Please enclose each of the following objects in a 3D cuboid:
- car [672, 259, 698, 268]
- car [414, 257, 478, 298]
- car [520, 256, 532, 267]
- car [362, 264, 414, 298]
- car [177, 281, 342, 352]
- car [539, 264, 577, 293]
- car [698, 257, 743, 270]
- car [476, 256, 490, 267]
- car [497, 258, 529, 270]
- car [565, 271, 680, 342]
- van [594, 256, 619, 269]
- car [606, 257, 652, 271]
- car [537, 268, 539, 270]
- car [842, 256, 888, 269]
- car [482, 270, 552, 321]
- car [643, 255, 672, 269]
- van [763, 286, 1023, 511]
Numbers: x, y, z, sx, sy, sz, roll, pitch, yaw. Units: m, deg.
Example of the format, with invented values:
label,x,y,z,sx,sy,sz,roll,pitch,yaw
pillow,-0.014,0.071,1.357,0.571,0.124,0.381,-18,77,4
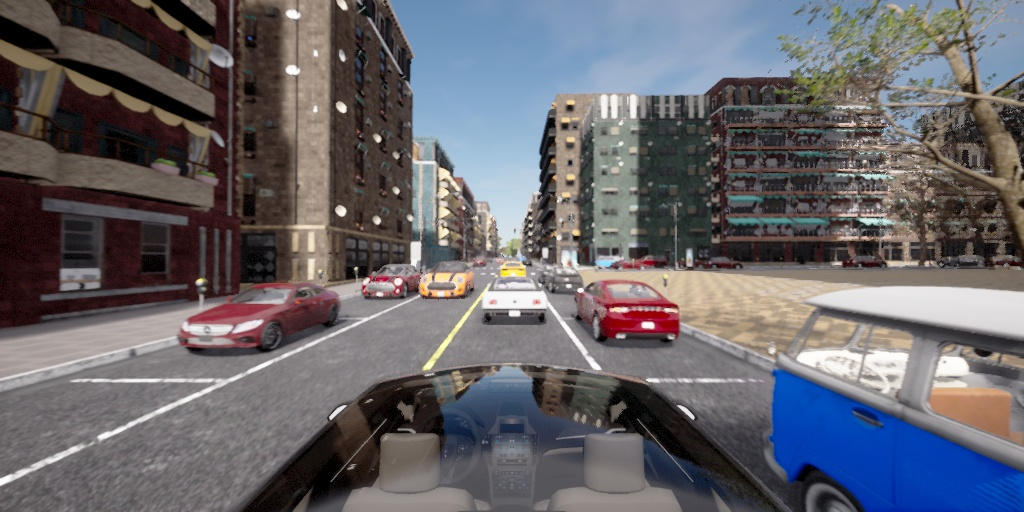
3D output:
label,x,y,z,sx,sy,sz,roll,pitch,yaw
car,24.808,1.027,50.494,4.507,1.381,1.888,0,0,0
car,-3.098,1.058,17.896,2.097,1.767,4.553,0,0,0
car,2.669,1.155,63.752,1.948,1.339,4.313,0,0,0
car,-5.825,1.146,17.751,1.967,1.591,4.097,0,0,0
car,-5.771,1.312,8.846,1.802,1.307,4.207,0,0,0
car,2.814,1.252,19.989,2.007,1.370,4.403,0,0,0
car,24.749,0.822,42.114,4.097,1.591,1.967,0,0,0
car,-5.712,0.903,63.789,2.192,1.841,5.009,0,0,0
car,0.080,1.157,28.355,1.882,1.535,5.008,0,0,0
car,2.772,1.274,9.559,1.888,1.381,4.507,0,0,0
van,13.753,0.906,50.570,3.998,1.789,1.690,0,0,0
car,13.693,1.048,42.189,4.207,1.307,1.802,0,0,0
car,2.812,1.237,25.559,2.007,1.370,4.403,0,0,0
car,41.330,0.699,42.000,4.097,1.591,1.967,0,0,0
car,0.085,1.322,12.279,1.895,1.301,4.718,0,0,0
car,19.280,0.838,50.532,5.009,1.841,2.192,0,0,0
van,2.719,1.093,1.098,1.690,1.789,3.998,0,0,0
